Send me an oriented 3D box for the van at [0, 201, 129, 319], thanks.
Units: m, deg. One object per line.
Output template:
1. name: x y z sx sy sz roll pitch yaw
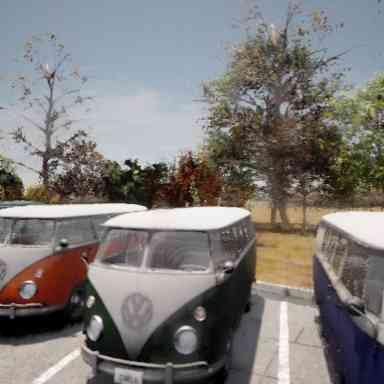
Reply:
1. van: -2.444 1.263 7.111 1.878 1.987 4.442 1 -1 16

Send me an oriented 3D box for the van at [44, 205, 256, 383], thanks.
1. van: -0.019 1.260 5.384 1.878 1.987 4.442 1 -1 16

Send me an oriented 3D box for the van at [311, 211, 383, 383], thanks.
1. van: 2.407 1.258 3.657 1.878 1.987 4.442 1 -1 16
